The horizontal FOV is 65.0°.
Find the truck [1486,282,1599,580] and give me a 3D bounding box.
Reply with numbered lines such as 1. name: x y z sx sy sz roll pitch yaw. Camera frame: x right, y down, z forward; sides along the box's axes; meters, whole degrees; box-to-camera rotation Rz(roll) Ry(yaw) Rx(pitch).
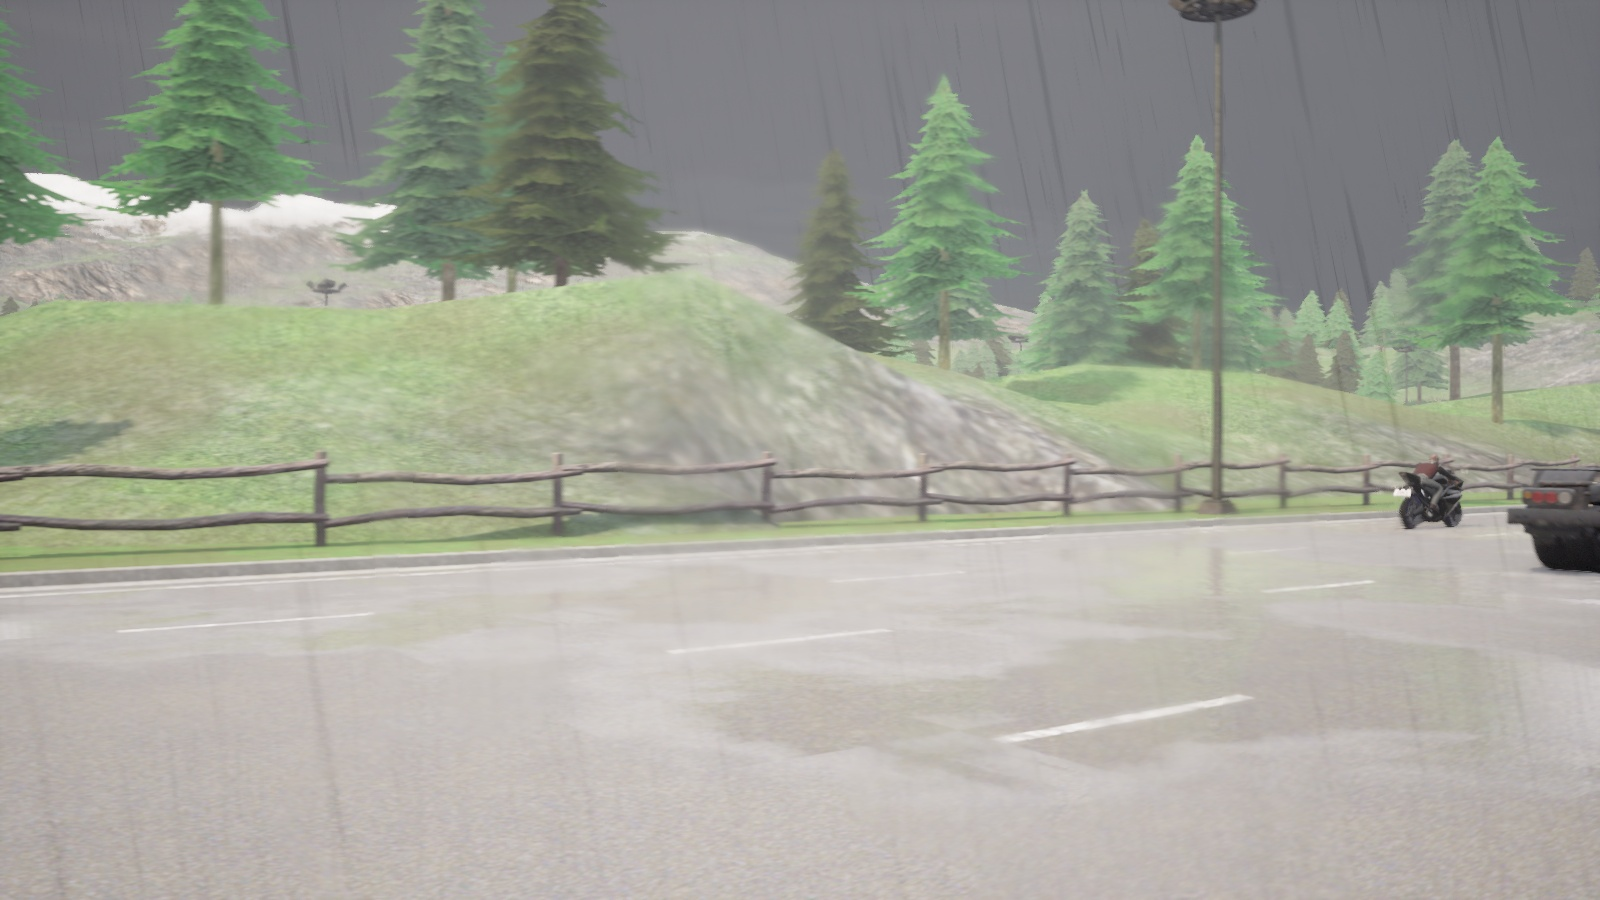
1. truck: 12.638 -0.222 16.723 7.936 3.462 2.891 0 0 -35

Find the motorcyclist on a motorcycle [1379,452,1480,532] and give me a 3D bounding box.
1. motorcyclist on a motorcycle: 12.680 0.816 25.278 2.191 1.530 0.866 0 0 -35
